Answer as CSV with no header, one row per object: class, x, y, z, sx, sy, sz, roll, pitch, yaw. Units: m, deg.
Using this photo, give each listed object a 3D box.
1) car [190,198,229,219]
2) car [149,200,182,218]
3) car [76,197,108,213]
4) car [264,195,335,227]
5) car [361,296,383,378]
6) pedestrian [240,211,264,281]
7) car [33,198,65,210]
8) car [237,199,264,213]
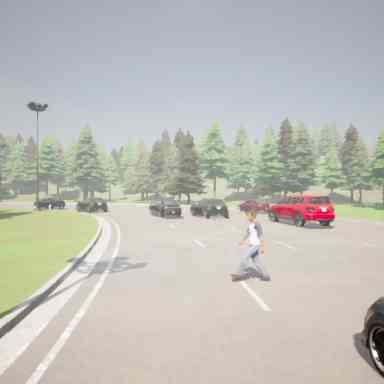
car,1.468,1.353,29.688,2.097,1.767,4.553,0,0,-21
car,-2.508,1.493,30.302,2.128,1.511,4.902,0,0,-23
car,-11.332,1.352,37.471,2.097,1.767,4.553,0,0,-41
car,7.412,1.219,23.005,2.150,2.045,5.566,0,0,-15
car,3.354,1.564,2.818,1.994,1.385,4.181,0,0,-3
pedestrian,1.491,1.294,8.293,0.375,1.860,0.375,0,0,-6
car,-18.846,1.505,43.895,4.892,1.490,1.837,0,0,30
car,6.676,1.526,35.954,1.812,1.442,4.674,0,0,-25
